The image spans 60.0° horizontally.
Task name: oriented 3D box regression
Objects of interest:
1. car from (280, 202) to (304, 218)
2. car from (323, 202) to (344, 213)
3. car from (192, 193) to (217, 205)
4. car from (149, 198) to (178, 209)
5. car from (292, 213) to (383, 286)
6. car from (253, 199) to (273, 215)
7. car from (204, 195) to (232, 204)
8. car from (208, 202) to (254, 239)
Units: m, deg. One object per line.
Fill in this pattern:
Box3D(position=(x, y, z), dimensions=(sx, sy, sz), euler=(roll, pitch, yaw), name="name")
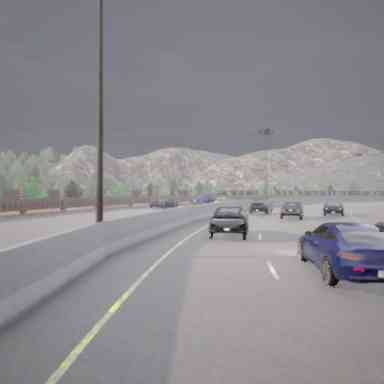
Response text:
Box3D(position=(8.976, 1.576, 29.720), dimensions=(2.033, 1.411, 5.357), euler=(0, 0, 20), name="car")
Box3D(position=(14.390, 1.646, 33.815), dimensions=(1.895, 1.301, 4.718), euler=(0, 0, 23), name="car")
Box3D(position=(2.029, 1.229, 48.693), dimensions=(2.150, 2.045, 5.566), euler=(0, 0, 29), name="car")
Box3D(position=(-3.760, 1.534, 45.076), dimensions=(2.033, 1.411, 5.357), euler=(0, 0, 25), name="car")
Box3D(position=(4.261, 1.539, 9.202), dimensions=(1.812, 1.442, 4.674), euler=(0, 0, 6), name="car")
Box3D(position=(7.317, 1.527, 34.923), dimensions=(1.837, 1.490, 4.892), euler=(0, 0, 22), name="car")
Box3D(position=(3.921, 1.489, 44.709), dimensions=(1.882, 1.535, 5.008), euler=(0, 0, 27), name="car")
Box3D(position=(2.059, 1.498, 17.605), dimensions=(2.128, 1.511, 4.902), euler=(0, 0, 11), name="car")
